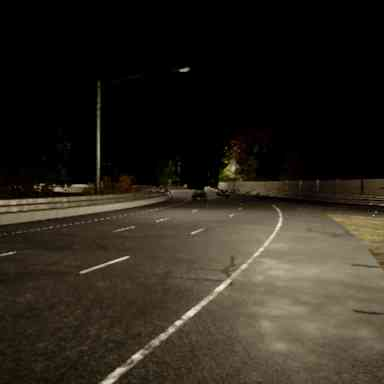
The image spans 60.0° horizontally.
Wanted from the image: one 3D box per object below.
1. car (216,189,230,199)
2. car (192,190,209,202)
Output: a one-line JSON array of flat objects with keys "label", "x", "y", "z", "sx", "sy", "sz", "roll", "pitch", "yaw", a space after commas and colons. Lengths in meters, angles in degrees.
[{"label": "car", "x": 5.000, "y": 0.328, "z": 53.523, "sx": 2.128, "sy": 1.511, "sz": 4.902, "roll": 1, "pitch": 1, "yaw": 0}, {"label": "car", "x": 1.070, "y": 0.496, "z": 43.517, "sx": 2.128, "sy": 1.511, "sz": 4.902, "roll": 1, "pitch": 1, "yaw": 5}]
